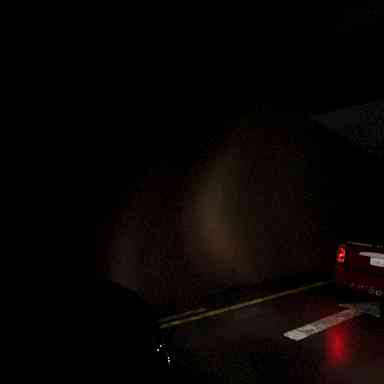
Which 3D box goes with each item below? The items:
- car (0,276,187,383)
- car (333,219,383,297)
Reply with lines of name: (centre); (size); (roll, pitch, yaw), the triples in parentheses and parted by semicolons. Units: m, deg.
car: (-2.705, 1.221, 1.856); (5.566, 2.045, 2.150); (0, 0, -35)
car: (5.270, 1.352, 7.540); (4.553, 1.767, 2.097); (0, 0, -35)
